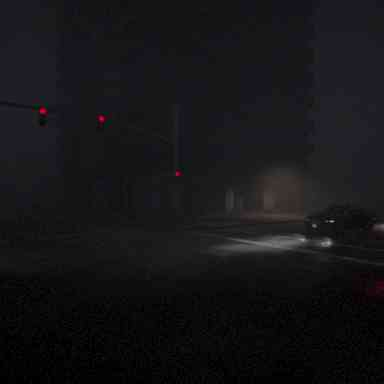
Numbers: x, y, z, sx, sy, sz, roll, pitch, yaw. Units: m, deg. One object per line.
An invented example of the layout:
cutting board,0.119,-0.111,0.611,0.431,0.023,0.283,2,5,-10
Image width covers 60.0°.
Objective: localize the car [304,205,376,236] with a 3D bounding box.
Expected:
car,8.276,1.461,18.459,4.902,1.511,2.128,0,0,-35
